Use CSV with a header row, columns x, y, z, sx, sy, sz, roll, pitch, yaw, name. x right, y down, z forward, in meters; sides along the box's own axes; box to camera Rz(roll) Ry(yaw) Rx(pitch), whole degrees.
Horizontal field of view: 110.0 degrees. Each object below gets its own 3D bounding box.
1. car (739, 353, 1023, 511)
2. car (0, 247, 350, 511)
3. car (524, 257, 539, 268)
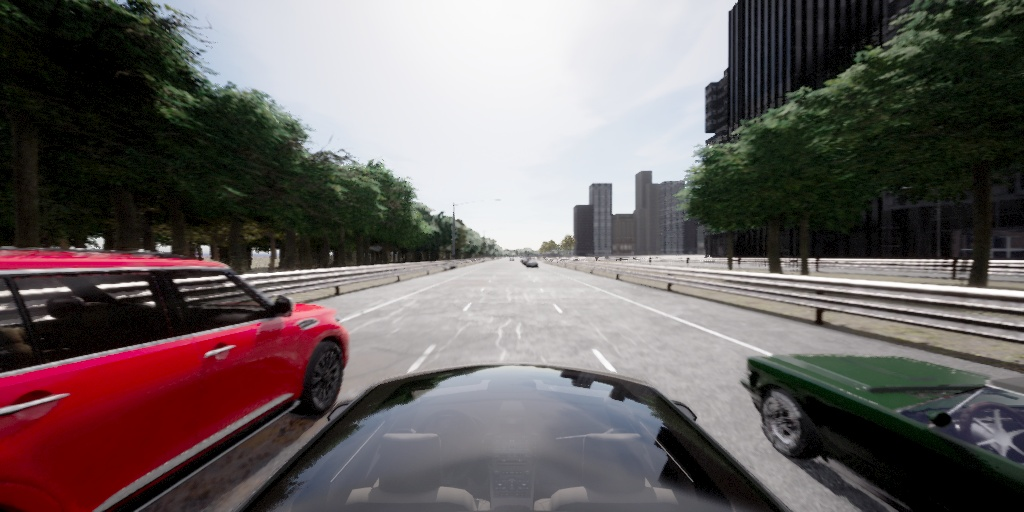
x,y,z,sx,sy,sz,roll,pitch,yaw,name
3.598,1.351,2.066,1.895,1.301,4.718,0,0,0,car
-3.403,0.972,2.809,2.150,2.045,5.566,0,0,0,car
3.489,1.346,61.298,1.994,1.385,4.181,0,0,0,car
